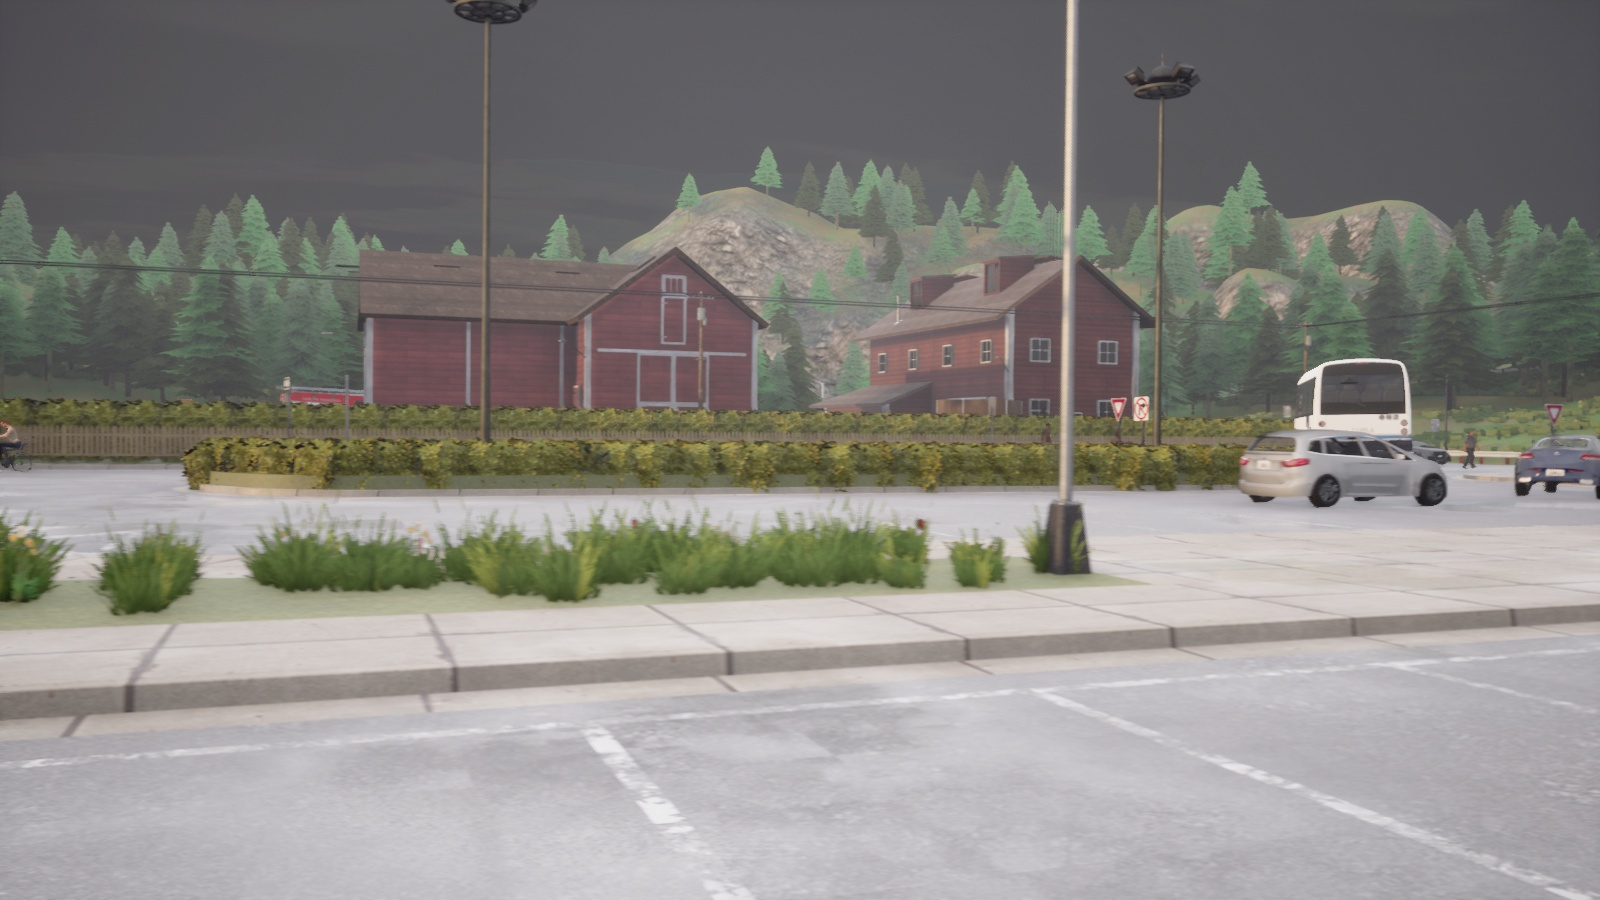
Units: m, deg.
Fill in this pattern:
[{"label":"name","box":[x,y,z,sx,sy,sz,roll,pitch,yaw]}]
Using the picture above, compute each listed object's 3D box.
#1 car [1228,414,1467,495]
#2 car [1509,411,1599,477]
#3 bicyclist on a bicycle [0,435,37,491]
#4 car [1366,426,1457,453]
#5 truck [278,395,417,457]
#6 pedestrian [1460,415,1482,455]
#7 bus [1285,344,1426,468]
[{"label":"car","box":[12.210,0.055,28.051,4.611,1.667,2.242,-1,1,-20]},{"label":"car","box":[20.865,-0.198,33.777,2.152,1.651,5.027,0,1,41]},{"label":"bicyclist on a bicycle","box":[-23.530,0.385,37.089,1.509,1.612,0.866,-1,1,-20]},{"label":"car","box":[32.975,-0.599,67.860,1.994,1.385,4.181,-1,1,-20]},{"label":"truck","box":[-30.930,-1.554,86.059,8.468,3.827,2.891,2,-3,-33]},{"label":"pedestrian","box":[30.812,-0.688,57.671,0.540,1.848,0.694,-1,1,-19]},{"label":"bus","box":[21.571,-1.617,49.479,3.944,4.253,10.273,-2,0,18]}]
